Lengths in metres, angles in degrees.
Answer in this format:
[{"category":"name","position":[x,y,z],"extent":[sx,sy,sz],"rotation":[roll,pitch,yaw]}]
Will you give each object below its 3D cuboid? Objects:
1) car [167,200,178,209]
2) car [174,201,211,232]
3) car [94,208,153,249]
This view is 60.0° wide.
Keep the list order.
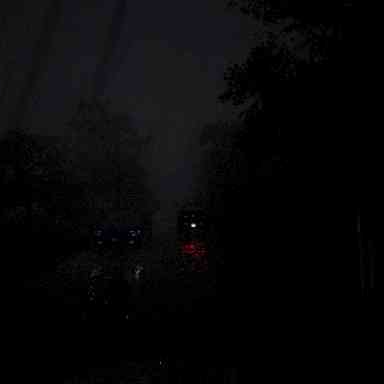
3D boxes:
[{"category":"car","position":[-3.026,2.075,55.725],"extent":[1.994,1.385,4.181],"rotation":[0,-1,1]},{"category":"car","position":[0.071,1.536,20.176],"extent":[1.837,1.490,4.892],"rotation":[0,0,0]},{"category":"car","position":[-2.867,1.492,14.769],"extent":[1.882,1.535,5.008],"rotation":[0,0,0]}]
